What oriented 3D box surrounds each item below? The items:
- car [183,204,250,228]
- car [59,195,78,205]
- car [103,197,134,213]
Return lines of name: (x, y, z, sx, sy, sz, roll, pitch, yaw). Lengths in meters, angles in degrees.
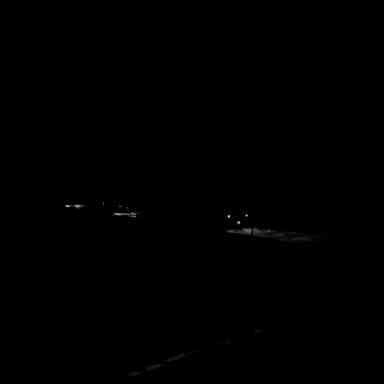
car: (1.486, 1.490, 21.486, 1.895, 1.301, 4.718, 0, 0, -36)
car: (-18.609, 1.191, 50.030, 1.812, 1.442, 4.674, 0, 0, -35)
car: (-7.653, 1.286, 34.387, 1.837, 1.490, 4.892, 0, 0, -35)
